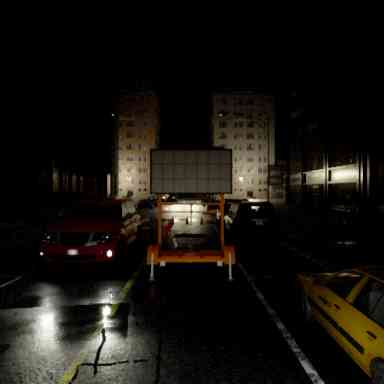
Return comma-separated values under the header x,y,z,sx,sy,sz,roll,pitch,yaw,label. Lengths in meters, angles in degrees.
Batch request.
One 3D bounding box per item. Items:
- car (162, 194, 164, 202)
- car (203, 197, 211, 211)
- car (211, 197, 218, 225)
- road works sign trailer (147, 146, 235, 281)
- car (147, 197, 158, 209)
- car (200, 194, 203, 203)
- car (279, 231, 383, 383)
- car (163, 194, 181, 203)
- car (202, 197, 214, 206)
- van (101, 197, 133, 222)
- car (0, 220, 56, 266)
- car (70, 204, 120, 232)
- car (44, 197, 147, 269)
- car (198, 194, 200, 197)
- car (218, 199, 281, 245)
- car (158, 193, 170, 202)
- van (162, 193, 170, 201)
x,y,z,sx,sy,sz,roll,pitch,yaw,label
-6.006,1.487,66.160,1.947,1.339,4.313,0,0,0,car
2.582,1.530,37.957,2.008,1.369,4.403,0,0,0,car
2.619,1.313,21.038,2.192,1.841,5.009,0,0,0,car
-0.022,0.464,9.857,2.380,3.560,2.880,0,0,0,road works sign trailer
-5.956,1.551,43.600,1.802,1.307,4.206,0,0,0,car
2.557,1.398,49.235,1.967,1.590,4.097,0,0,0,car
2.657,1.526,4.330,1.752,1.417,4.829,0,0,1,car
-3.119,1.167,53.090,1.837,1.490,4.892,0,0,0,car
2.545,1.528,54.875,1.802,1.307,4.206,0,0,0,car
-5.919,1.336,26.681,1.690,1.788,3.998,0,0,0,van
-5.888,1.525,9.556,1.752,1.417,4.829,0,0,1,car
-5.907,1.523,20.869,1.752,1.417,4.829,0,0,0,car
-3.127,1.221,11.475,2.150,2.045,5.566,0,0,0,car
2.532,1.478,60.514,1.887,1.381,4.507,0,0,0,car
2.631,1.315,15.397,2.192,1.841,5.009,0,0,0,car
-6.018,1.224,71.800,2.192,1.841,5.009,0,0,0,car
-6.031,1.236,77.441,1.690,1.788,3.998,0,0,0,van
